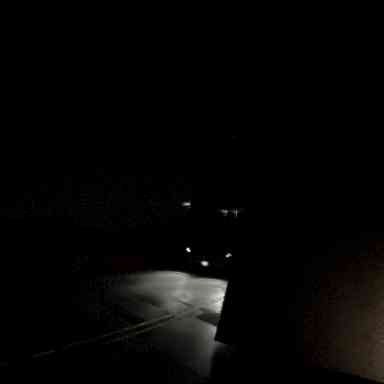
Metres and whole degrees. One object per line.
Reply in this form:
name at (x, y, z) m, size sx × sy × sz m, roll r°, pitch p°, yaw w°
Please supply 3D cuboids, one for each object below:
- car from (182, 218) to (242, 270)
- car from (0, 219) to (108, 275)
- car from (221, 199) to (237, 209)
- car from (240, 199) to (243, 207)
car at (2.029, 1.586, 11.239) m, size 2.033 × 1.411 × 5.357 m, roll 0°, pitch 0°, yaw 39°
car at (-4.823, 1.555, 9.372) m, size 4.902 × 1.511 × 2.128 m, roll 0°, pitch 0°, yaw -41°
car at (5.395, 1.703, 48.586) m, size 1.812 × 1.442 × 4.674 m, roll 0°, pitch 0°, yaw -2°
car at (8.756, 1.725, 52.401) m, size 2.033 × 1.411 × 5.357 m, roll 0°, pitch 0°, yaw -2°
